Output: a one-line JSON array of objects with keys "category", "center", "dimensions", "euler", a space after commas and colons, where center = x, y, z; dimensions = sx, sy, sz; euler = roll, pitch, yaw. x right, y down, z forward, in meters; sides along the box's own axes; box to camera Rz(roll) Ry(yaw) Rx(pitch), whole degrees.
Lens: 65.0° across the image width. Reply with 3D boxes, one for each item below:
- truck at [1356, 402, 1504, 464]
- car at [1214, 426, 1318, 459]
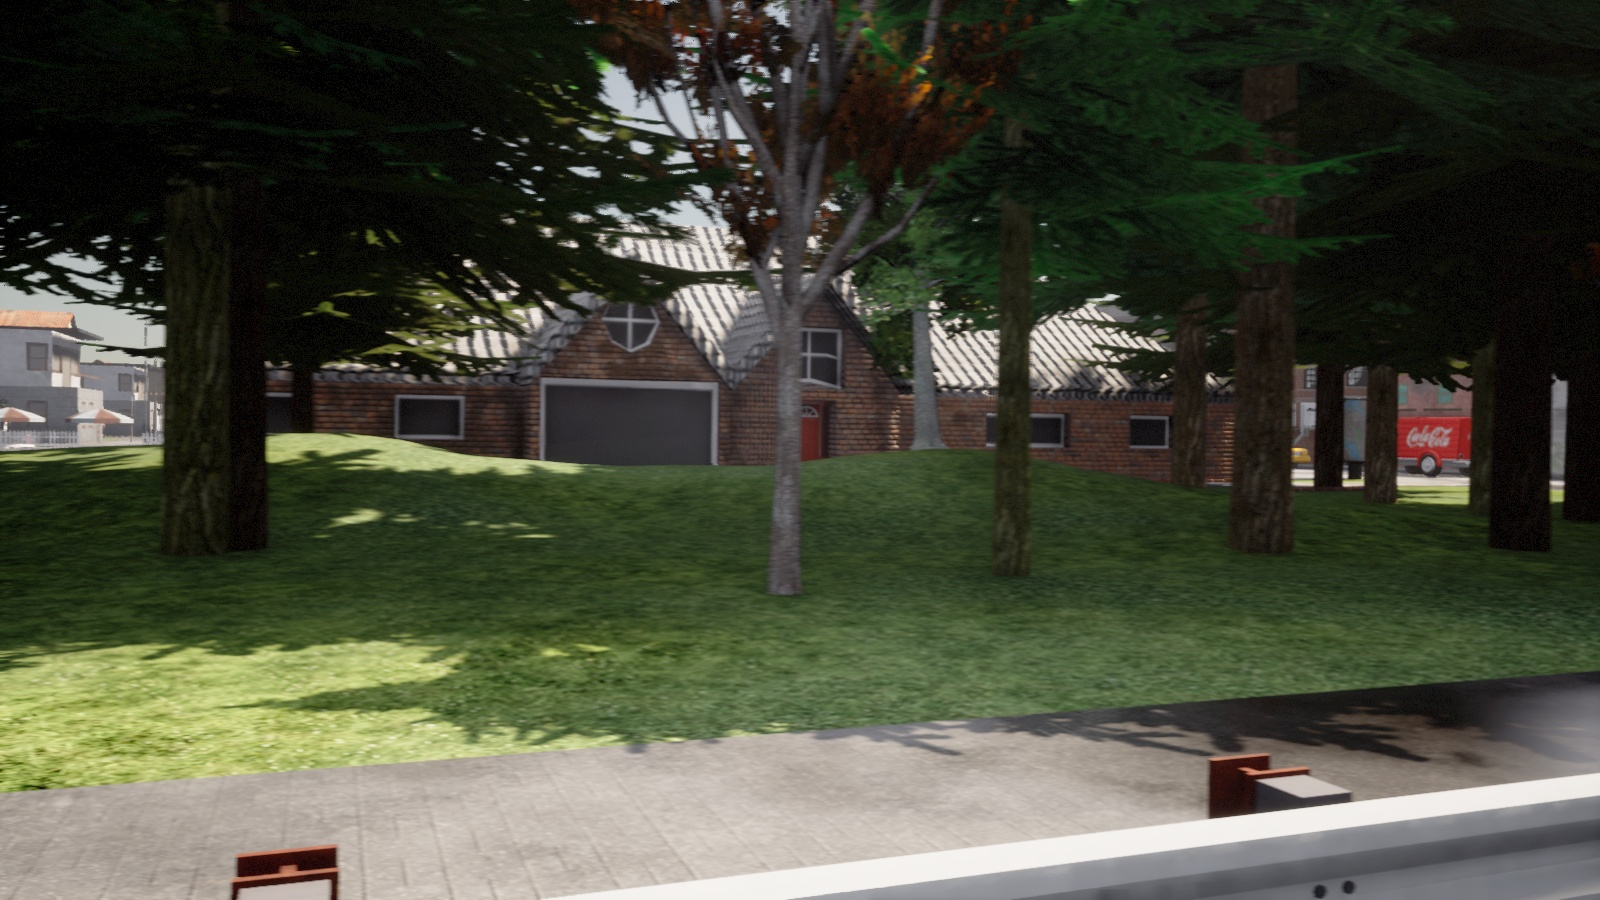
[{"category": "truck", "center": [26.596, -0.717, 53.207], "dimensions": [2.627, 2.467, 5.204], "euler": [-1, 1, -21]}, {"category": "car", "center": [23.111, -0.406, 62.554], "dimensions": [1.801, 1.575, 5.366], "euler": [-1, 1, -20]}]
